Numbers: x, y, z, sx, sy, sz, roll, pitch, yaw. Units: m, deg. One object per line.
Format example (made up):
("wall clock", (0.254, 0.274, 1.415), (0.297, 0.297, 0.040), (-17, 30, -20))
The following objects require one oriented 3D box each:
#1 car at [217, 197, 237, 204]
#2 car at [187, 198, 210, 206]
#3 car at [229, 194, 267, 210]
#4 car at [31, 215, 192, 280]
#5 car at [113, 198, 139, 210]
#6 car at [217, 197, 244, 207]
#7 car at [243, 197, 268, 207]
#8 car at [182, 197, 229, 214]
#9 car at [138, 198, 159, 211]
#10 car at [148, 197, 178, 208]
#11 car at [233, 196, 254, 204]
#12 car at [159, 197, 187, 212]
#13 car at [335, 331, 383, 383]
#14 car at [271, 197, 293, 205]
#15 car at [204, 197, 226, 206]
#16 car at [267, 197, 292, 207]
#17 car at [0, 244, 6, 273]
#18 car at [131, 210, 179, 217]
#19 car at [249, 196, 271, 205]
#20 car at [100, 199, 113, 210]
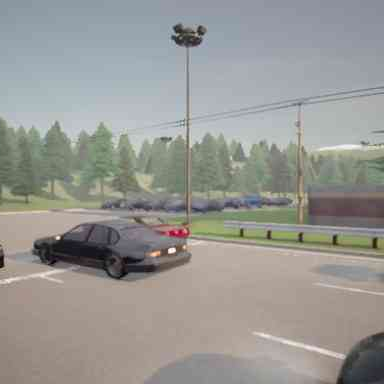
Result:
("car", (7.195, 1.697, 67.858), (1.895, 1.301, 4.718), (0, 0, 37))
("car", (1.212, 1.696, 59.883), (1.895, 1.301, 4.718), (0, 0, 37))
("car", (7.631, 1.280, 45.028), (2.150, 2.045, 5.566), (0, 0, 36))
("car", (-2.599, 1.569, 10.020), (5.357, 1.411, 2.033), (0, 0, 34))
("car", (-7.131, 1.574, 42.602), (2.128, 1.511, 4.902), (0, 0, 36))
("car", (6.377, 1.624, 55.145), (2.033, 1.411, 5.357), (0, 0, 36))
("car", (10.574, 1.617, 54.989), (2.033, 1.411, 5.357), (0, 0, 36))
("car", (1.631, 1.604, 36.798), (2.033, 1.411, 5.357), (0, 0, 36))
("car", (-4.069, 1.638, 40.859), (1.994, 1.385, 4.181), (0, 0, 36))
("car", (-4.502, 1.598, 52.127), (1.837, 1.490, 4.892), (0, 0, 36))
("car", (10.246, 1.565, 66.053), (1.882, 1.535, 5.008), (0, 0, 37))
("car", (-1.343, 1.591, 38.635), (1.812, 1.442, 4.674), (0, 0, 37))
("car", (3.305, 1.501, 1.622), (4.892, 1.490, 1.837), (0, 0, 36))
("car", (17.170, 1.671, 63.284), (1.895, 1.301, 4.718), (0, 0, 43))
("car", (4.039, 1.650, 57.850), (1.994, 1.385, 4.181), (0, 0, 37))
("car", (13.749, 1.608, 53.329), (2.033, 1.411, 5.357), (0, 0, 37))
("car", (-6.750, 1.518, 8.367), (4.902, 1.511, 2.128), (0, 0, 30))
("car", (-2.544, 1.629, 14.150), (4.718, 1.301, 1.895), (0, 0, 32))
("car", (13.106, 1.571, 63.986), (2.128, 1.511, 4.902), (0, 0, 40))
("car", (-10.035, 1.596, 44.557), (1.837, 1.490, 4.892), (0, 0, 36))
